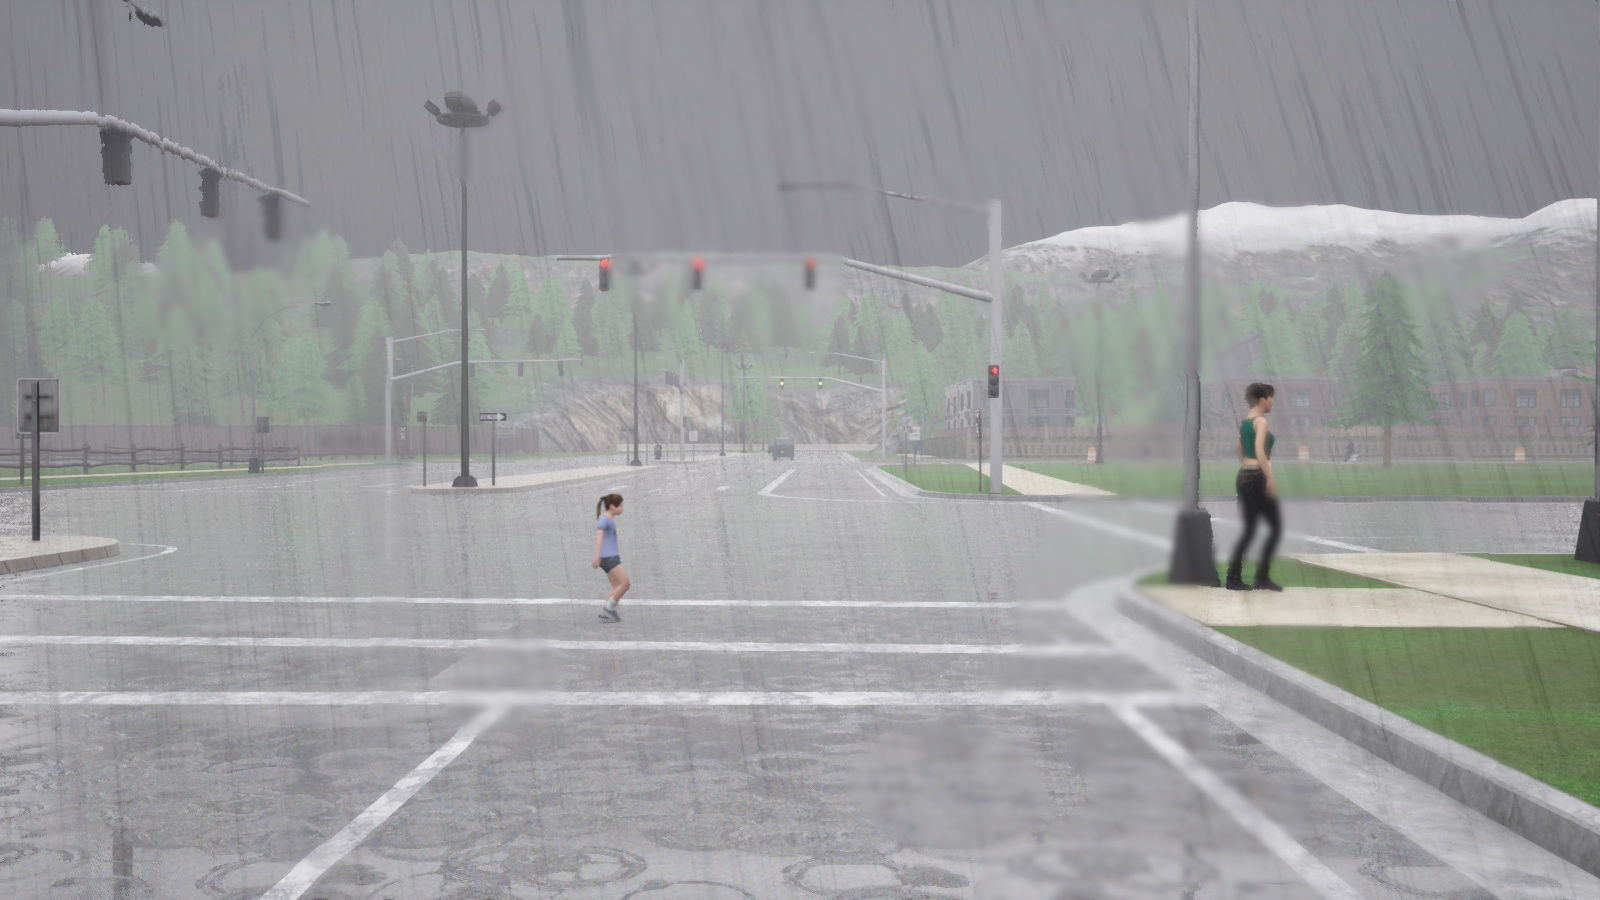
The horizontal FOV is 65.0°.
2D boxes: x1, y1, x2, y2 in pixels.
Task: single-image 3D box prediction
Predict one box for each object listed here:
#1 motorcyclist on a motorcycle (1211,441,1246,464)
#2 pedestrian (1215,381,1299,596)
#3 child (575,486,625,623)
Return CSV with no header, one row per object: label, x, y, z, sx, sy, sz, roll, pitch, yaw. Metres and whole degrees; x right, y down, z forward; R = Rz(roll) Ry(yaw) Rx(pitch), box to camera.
motorcyclist on a motorcycle,31.766,0.197,93.086,2.350,1.649,0.766,0,0,1
pedestrian,3.978,0.327,10.934,0.594,1.836,0.345,0,0,-4
child,-1.654,0.855,10.387,0.394,1.110,0.255,0,0,-6
